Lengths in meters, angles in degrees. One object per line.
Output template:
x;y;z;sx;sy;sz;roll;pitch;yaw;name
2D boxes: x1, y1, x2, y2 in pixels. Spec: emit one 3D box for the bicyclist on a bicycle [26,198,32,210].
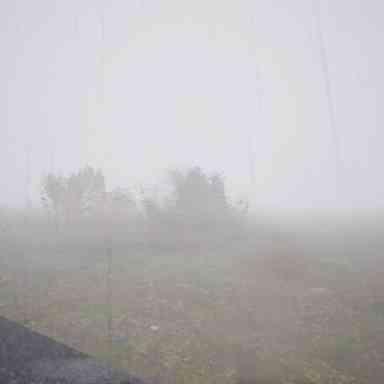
-22.238;1.625;45.284;1.656;1.620;0.582;0;-1;36;bicyclist on a bicycle
